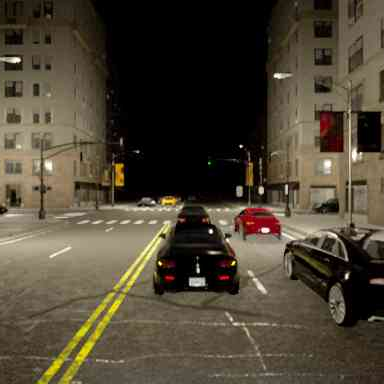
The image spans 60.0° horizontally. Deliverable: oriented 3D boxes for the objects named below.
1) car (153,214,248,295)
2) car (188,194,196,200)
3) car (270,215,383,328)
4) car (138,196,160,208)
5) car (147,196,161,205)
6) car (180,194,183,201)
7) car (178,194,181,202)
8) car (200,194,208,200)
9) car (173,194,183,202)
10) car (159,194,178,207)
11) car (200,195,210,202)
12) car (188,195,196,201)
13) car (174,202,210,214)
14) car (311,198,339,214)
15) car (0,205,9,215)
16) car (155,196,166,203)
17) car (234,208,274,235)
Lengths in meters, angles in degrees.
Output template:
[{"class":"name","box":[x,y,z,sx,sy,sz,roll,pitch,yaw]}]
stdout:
[{"class":"car","box":[0.089,1.519,8.541,1.812,1.442,4.674,0,0,0]},{"class":"car","box":[-0.066,1.361,88.395,1.994,1.385,4.181,0,0,0]},{"class":"car","box":[3.331,1.486,6.961,2.128,1.511,4.902,0,0,0]},{"class":"car","box":[-6.606,1.520,49.018,2.033,1.411,5.357,0,0,4]},{"class":"car","box":[-6.623,1.471,58.756,1.837,1.490,4.892,0,0,0]},{"class":"car","box":[-3.312,1.311,68.104,2.097,1.767,4.553,0,0,0]},{"class":"car","box":[-3.373,1.567,58.652,1.895,1.301,4.718,0,0,0]},{"class":"car","box":[3.184,1.361,88.397,1.994,1.385,4.181,0,0,0]},{"class":"car","box":[-3.308,1.282,78.065,2.097,1.767,4.553,0,0,0]},{"class":"car","box":[-3.391,1.450,49.314,1.882,1.535,5.008,0,0,-1]},{"class":"car","box":[3.192,1.486,77.977,2.033,1.411,5.357,0,0,0]},{"class":"car","box":[-0.058,1.542,78.422,1.895,1.301,4.718,0,0,0]},{"class":"car","box":[0.049,1.513,18.724,1.812,1.442,4.674,0,0,-1]},{"class":"car","box":[14.734,1.380,34.326,4.553,1.767,2.097,0,0,0]},{"class":"car","box":[-19.782,1.519,31.488,4.181,1.385,1.994,0,0,0]},{"class":"car","box":[-6.552,1.484,68.909,1.812,1.442,4.674,0,0,0]},{"class":"car","box":[3.246,1.514,16.941,1.812,1.442,4.674,0,0,0]}]
